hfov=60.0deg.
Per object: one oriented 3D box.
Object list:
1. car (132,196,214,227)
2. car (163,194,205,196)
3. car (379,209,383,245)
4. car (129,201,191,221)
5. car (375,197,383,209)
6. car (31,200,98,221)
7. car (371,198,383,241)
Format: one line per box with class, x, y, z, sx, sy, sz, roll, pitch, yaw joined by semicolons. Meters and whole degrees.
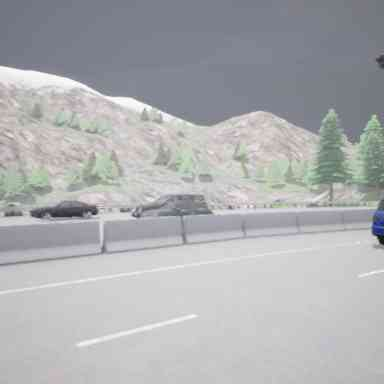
car;-0.915;1.309;19.910;4.553;1.767;2.097;0;0;-31
car;-1.390;1.169;23.745;5.566;2.045;2.150;0;0;-31
car;6.922;1.344;8.078;4.553;1.767;2.097;0;0;-32
car;-2.579;1.465;27.085;4.674;1.442;1.812;0;0;-30
car;27.258;1.469;44.821;4.674;1.442;1.812;0;0;-19
car;-10.080;1.408;26.543;5.008;1.535;1.882;0;0;-33
car;9.930;1.205;13.895;5.566;2.045;2.150;0;0;-29
